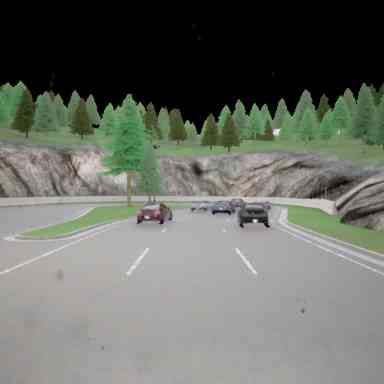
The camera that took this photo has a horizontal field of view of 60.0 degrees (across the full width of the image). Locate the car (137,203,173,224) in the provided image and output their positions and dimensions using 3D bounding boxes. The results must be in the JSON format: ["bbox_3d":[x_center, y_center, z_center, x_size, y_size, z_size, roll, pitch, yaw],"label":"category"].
[{"bbox_3d":[-2.660,1.526,24.439,1.812,1.442,4.674,0,0,8],"label":"car"}]

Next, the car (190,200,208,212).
[{"bbox_3d":[1.260,1.601,39.745,1.895,1.301,4.718,0,0,16],"label":"car"}]

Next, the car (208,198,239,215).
[{"bbox_3d":[3.319,1.564,34.016,1.994,1.385,4.181,0,0,16],"label":"car"}]

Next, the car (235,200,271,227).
[{"bbox_3d":[4.107,1.504,22.645,1.837,1.490,4.892,0,0,6],"label":"car"}]

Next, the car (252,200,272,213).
[{"bbox_3d":[8.138,1.601,38.354,1.895,1.301,4.718,0,0,16],"label":"car"}]

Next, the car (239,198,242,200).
[{"bbox_3d":[5.940,1.547,43.775,2.033,1.411,5.357,0,0,13],"label":"car"}]
